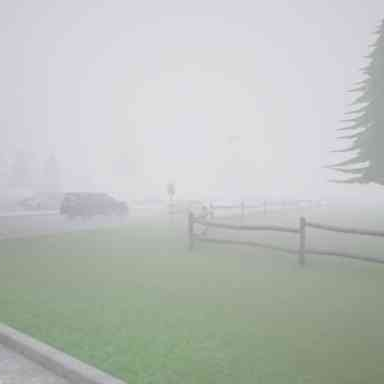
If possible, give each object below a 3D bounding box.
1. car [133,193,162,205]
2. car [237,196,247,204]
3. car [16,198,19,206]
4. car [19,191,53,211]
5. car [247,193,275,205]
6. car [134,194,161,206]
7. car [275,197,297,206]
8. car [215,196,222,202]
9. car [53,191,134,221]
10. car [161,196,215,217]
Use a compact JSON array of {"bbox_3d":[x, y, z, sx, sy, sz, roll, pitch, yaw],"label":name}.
[{"bbox_3d":[-7.018,1.051,53.292,2.097,1.767,4.553,1,0,35],"label":"car"},{"bbox_3d":[9.362,1.359,56.457,1.994,1.385,4.181,1,0,36],"label":"car"},{"bbox_3d":[-17.281,0.922,38.445,2.150,2.045,5.566,1,0,34],"label":"car"},{"bbox_3d":[-15.218,1.082,35.269,2.097,1.767,4.553,1,0,35],"label":"car"},{"bbox_3d":[10.956,1.330,52.608,1.837,1.490,4.892,1,0,36],"label":"car"},{"bbox_3d":[-6.207,1.275,48.343,2.033,1.411,5.357,1,0,35],"label":"car"},{"bbox_3d":[15.011,1.418,52.238,1.994,1.385,4.181,1,0,36],"label":"car"},{"bbox_3d":[3.661,1.337,62.324,1.895,1.301,4.718,1,0,36],"label":"car"},{"bbox_3d":[-7.499,1.048,25.945,2.150,2.045,5.566,1,0,35],"label":"car"},{"bbox_3d":[-0.256,1.332,30.241,1.882,1.535,5.008,1,0,35],"label":"car"}]
